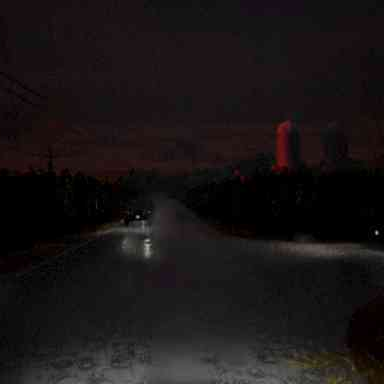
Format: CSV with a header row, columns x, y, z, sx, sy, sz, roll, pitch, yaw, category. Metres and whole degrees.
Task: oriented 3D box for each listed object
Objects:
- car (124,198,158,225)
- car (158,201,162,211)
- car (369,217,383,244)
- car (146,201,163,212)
x,y,z,sx,sy,sz,roll,pitch,yaw,category
-4.198,1.550,27.493,2.150,2.045,5.566,0,-1,-3,car
-4.808,1.942,37.669,2.128,1.511,4.902,0,-1,-4,car
10.626,1.388,14.090,5.566,2.045,2.150,0,-1,1,car
-5.525,2.082,49.621,2.128,1.511,4.902,0,-1,-3,car
